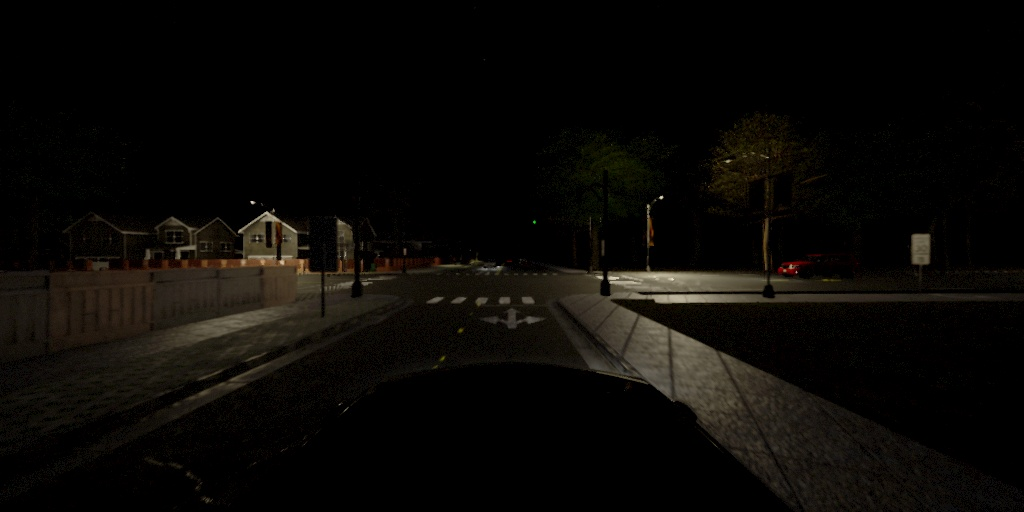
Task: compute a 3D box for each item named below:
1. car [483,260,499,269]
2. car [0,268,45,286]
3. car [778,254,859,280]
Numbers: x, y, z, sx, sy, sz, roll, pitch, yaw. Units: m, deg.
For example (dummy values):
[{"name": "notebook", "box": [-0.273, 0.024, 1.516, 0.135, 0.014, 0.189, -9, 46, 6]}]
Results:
[{"name": "car", "box": [-3.530, 1.300, 57.473, 1.812, 1.442, 4.674, 0, 0, 0]}, {"name": "car", "box": [-31.042, 1.448, 22.800, 5.357, 1.411, 2.033, 0, 0, 0]}, {"name": "car", "box": [25.327, 0.847, 29.677, 5.566, 2.045, 2.150, 0, 0, 0]}]
